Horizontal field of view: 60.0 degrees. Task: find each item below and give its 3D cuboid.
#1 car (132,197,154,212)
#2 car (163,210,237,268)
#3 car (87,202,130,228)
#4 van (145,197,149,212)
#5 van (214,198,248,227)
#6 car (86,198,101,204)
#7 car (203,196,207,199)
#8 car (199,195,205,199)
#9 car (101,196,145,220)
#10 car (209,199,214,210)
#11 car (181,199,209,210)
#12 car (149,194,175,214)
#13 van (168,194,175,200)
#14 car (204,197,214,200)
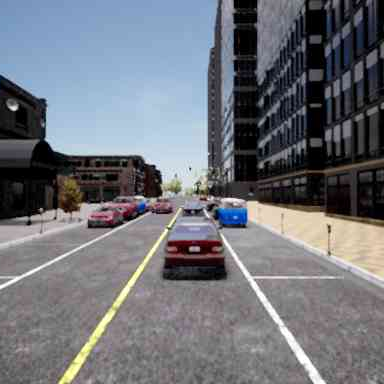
[{"bbox_3d":[-5.684,1.440,39.260,1.967,1.590,4.097,1,0,0],"label":"car"},{"bbox_3d":[0.078,1.546,11.204,2.033,1.411,5.357,0,0,0],"label":"car"},{"bbox_3d":[-5.683,1.581,22.328,1.802,1.307,4.206,1,0,0],"label":"car"},{"bbox_3d":[-5.681,1.341,33.615,1.690,1.788,3.998,1,0,0],"label":"van"},{"bbox_3d":[2.668,1.341,22.274,1.690,1.788,3.998,1,0,0],"label":"van"},{"bbox_3d":[-19.430,1.803,67.923,4.313,1.339,1.947,-1,0,1],"label":"car"},{"bbox_3d":[2.832,1.526,45.020,1.752,1.417,4.829,1,0,0],"label":"car"},{"bbox_3d":[2.689,1.445,82.798,1.967,1.590,4.097,1,0,0],"label":"car"},{"bbox_3d":[-5.679,1.315,27.972,2.192,1.841,5.009,1,0,0],"label":"car"},{"bbox_3d":[2.663,1.566,27.918,1.947,1.339,4.313,1,0,0],"label":"car"},{"bbox_3d":[0.080,1.547,27.526,2.033,1.411,5.357,0,0,0],"label":"car"},{"bbox_3d":[-3.099,1.352,35.465,2.097,1.767,4.553,0,0,0],"label":"car"},{"bbox_3d":[-5.692,1.347,93.880,1.690,1.788,3.998,1,0,0],"label":"van"},{"bbox_3d":[2.661,1.567,39.207,1.947,1.339,4.313,1,0,0],"label":"car"}]
